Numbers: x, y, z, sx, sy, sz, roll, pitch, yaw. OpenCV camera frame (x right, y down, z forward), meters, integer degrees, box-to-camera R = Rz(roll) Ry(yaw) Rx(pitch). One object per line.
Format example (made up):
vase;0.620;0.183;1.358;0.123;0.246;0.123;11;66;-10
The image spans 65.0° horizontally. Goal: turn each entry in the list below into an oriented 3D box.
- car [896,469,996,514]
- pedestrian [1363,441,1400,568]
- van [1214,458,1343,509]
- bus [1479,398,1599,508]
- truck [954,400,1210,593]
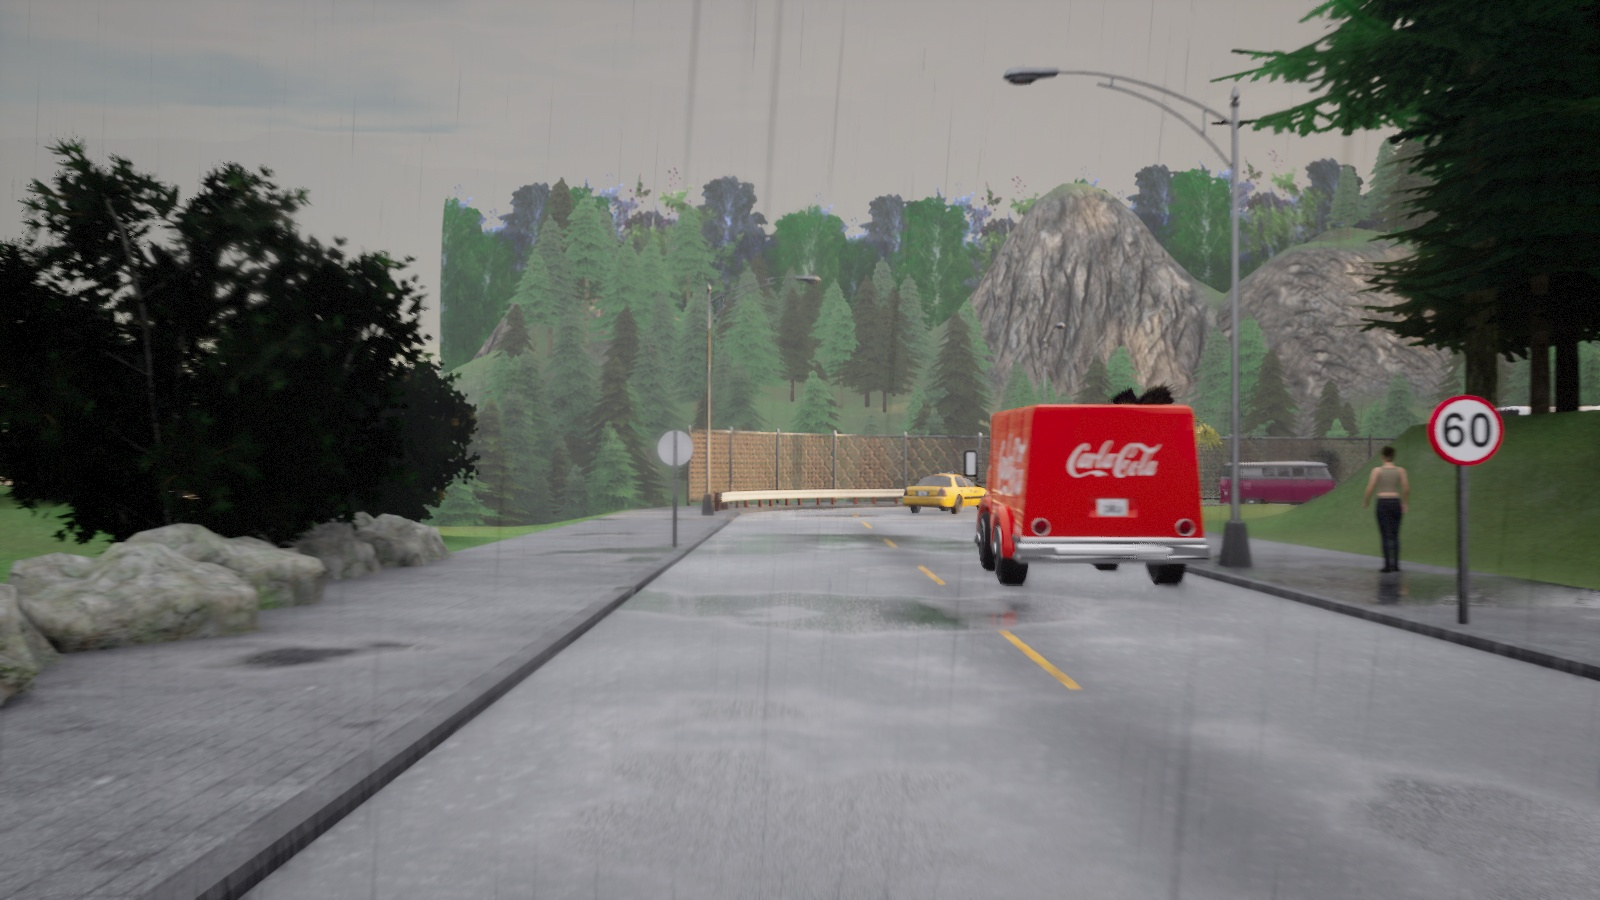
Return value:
car;5.528;1.505;46.860;1.801;1.575;5.366;-1;-1;29
pedestrian;8.558;0.794;18.480;0.345;1.836;0.594;0;-1;12
van;18.996;1.314;49.935;4.442;1.987;1.775;0;-1;0
bus;33.451;0.132;50.258;10.273;4.253;3.944;0;-1;3
truck;3.952;0.624;18.764;2.627;2.467;5.204;0;-1;0
